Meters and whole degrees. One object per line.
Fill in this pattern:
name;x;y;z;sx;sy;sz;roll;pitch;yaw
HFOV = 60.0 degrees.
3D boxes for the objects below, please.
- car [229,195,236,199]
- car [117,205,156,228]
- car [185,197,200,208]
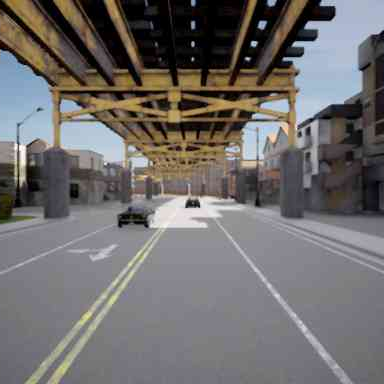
car;12.263;1.098;86.987;4.974;1.542;2.038;0;0;30
car;-3.494;1.513;21.481;1.895;1.301;4.718;0;0;0
car;0.118;1.381;44.804;1.994;1.385;4.181;0;0;0
